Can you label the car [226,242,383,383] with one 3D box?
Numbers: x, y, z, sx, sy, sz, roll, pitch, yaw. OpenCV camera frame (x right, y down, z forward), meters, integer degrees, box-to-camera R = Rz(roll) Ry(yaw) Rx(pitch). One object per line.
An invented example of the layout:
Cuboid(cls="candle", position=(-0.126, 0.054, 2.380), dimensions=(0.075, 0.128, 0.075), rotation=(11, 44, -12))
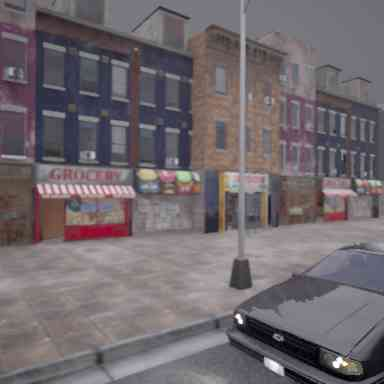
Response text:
Cuboid(cls="car", position=(3.082, 1.573, 5.268), dimensions=(5.357, 1.411, 2.033), rotation=(0, 0, -36))
